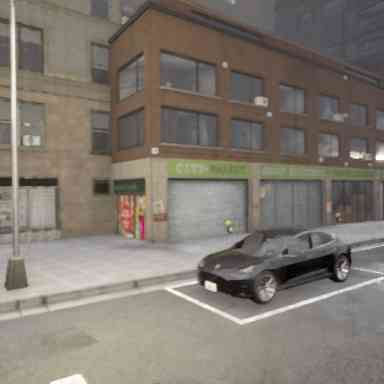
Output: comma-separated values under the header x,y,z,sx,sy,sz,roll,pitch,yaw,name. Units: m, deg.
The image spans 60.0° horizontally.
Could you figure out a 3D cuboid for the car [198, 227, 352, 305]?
x,y,z,sx,sy,sz,roll,pitch,yaw,name
2.158,1.556,8.083,4.313,1.339,1.947,0,-1,-36,car
